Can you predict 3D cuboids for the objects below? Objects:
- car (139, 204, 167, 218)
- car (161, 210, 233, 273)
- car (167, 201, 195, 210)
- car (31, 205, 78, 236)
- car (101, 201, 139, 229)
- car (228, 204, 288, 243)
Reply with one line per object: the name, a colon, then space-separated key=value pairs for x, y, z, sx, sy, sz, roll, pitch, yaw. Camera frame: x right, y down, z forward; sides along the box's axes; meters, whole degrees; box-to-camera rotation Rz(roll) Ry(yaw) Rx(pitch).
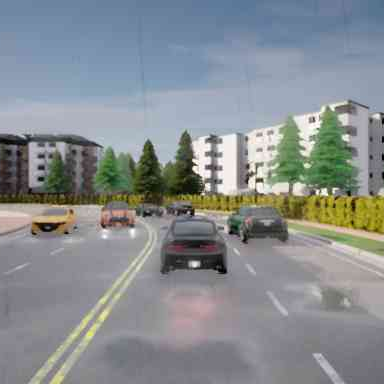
car: x=-4.314 y=1.763 z=31.837 sx=1.895 sy=1.301 sz=4.718 roll=0 pitch=0 yaw=-24
car: x=0.038 y=1.563 z=10.854 sx=1.837 sy=1.490 sz=4.892 roll=0 pitch=0 yaw=-1
car: x=-1.305 y=1.675 z=33.410 sx=1.837 sy=1.490 sz=4.892 roll=1 pitch=-1 yaw=-24
car: x=-7.898 y=1.578 z=19.538 sx=1.882 sy=1.535 sz=5.008 roll=0 pitch=0 yaw=-12
car: x=-5.127 y=1.469 z=22.895 sx=2.097 sy=1.767 sz=4.553 roll=0 pitch=0 yaw=-15
car: x=3.132 y=1.438 z=16.753 sx=2.097 sy=1.767 sz=4.553 roll=0 pitch=0 yaw=-5
